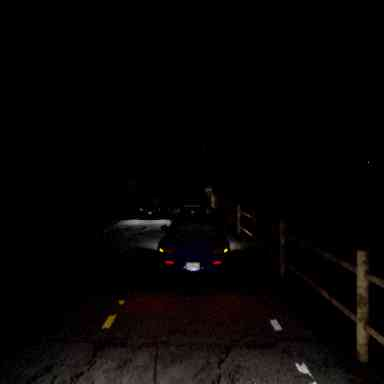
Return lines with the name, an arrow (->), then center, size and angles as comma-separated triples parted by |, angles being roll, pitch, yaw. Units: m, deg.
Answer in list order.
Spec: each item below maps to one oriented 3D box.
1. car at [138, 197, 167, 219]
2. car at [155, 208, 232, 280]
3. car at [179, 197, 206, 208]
car -> -2.880, 1.157, 25.207 | 1.812, 1.442, 4.674 | 0, 1, 0
car -> 0.060, 1.392, 9.399 | 1.812, 1.442, 4.674 | 0, 1, 1
car -> 0.041, 1.124, 25.105 | 2.128, 1.511, 4.902 | 0, 1, 0
